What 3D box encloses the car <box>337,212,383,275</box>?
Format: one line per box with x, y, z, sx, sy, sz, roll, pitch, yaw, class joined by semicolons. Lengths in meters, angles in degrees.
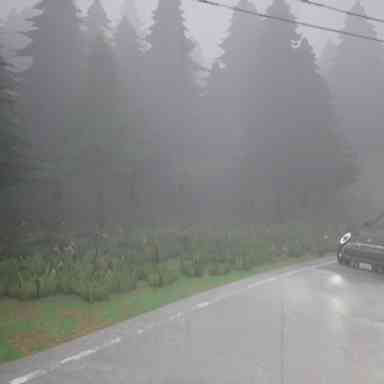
6.306;1.288;9.640;4.553;1.767;2.097;0;0;-32;car
